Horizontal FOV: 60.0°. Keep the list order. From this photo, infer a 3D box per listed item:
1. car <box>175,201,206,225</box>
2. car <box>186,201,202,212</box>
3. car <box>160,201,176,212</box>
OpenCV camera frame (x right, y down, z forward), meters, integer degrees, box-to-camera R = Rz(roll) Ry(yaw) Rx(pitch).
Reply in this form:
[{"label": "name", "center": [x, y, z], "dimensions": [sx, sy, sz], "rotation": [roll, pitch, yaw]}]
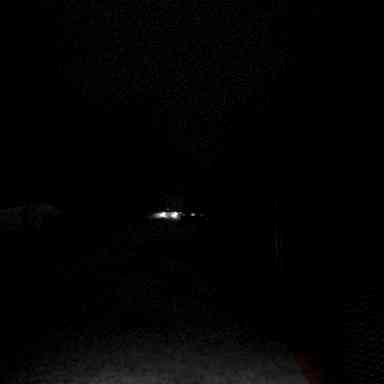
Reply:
[{"label": "car", "center": [0.061, 1.550, 24.253], "dimensions": [2.033, 1.411, 5.357], "rotation": [0, 0, 0]}, {"label": "car", "center": [0.304, 1.784, 42.141], "dimensions": [1.895, 1.301, 4.718], "rotation": [0, -1, 2]}, {"label": "car", "center": [-2.696, 1.760, 40.487], "dimensions": [1.895, 1.301, 4.718], "rotation": [0, -1, 2]}]
